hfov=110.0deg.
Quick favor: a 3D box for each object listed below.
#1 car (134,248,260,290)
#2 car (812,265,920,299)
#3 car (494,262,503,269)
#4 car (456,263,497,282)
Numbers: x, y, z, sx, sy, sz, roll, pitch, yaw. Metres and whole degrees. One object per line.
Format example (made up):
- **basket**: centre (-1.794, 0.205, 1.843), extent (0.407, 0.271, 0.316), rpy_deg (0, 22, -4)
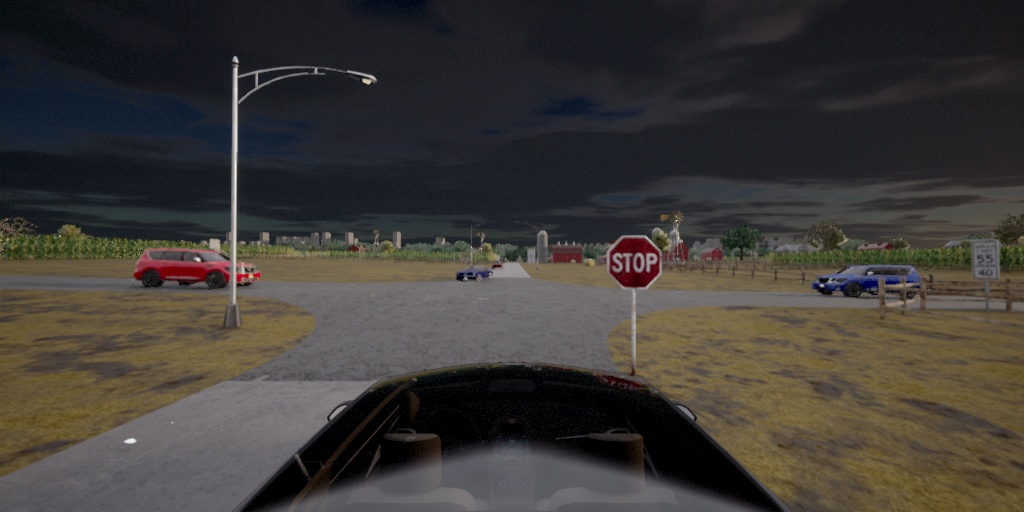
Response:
- **car**: centre (-16.629, 0.668, 19.095), extent (5.566, 2.045, 2.150), rpy_deg (1, -1, 0)
- **car**: centre (22.307, 1.576, 22.593), extent (5.566, 2.045, 2.150), rpy_deg (1, -1, 0)
- **car**: centre (-2.528, 1.691, 64.196), extent (1.895, 1.301, 4.718), rpy_deg (0, 0, 0)
- **car**: centre (-3.150, 1.504, 30.954), extent (1.895, 1.301, 4.718), rpy_deg (0, 0, 15)
